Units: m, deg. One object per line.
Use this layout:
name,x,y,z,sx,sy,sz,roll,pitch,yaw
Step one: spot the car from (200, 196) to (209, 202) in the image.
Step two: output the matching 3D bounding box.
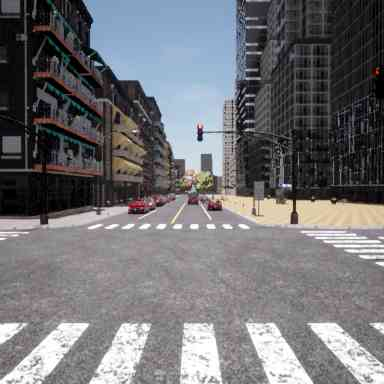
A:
car,2.797,1.548,74.963,1.887,1.381,4.507,-1,0,0

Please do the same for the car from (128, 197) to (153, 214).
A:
car,-5.630,1.540,35.379,1.887,1.381,4.507,-1,0,0

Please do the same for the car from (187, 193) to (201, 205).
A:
car,0.221,1.477,59.748,1.882,1.535,5.008,0,0,0

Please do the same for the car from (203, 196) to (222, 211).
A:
car,2.728,1.540,41.069,1.887,1.381,4.507,-1,0,0

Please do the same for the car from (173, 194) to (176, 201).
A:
car,-5.532,1.322,86.220,2.192,1.841,5.009,-1,0,0

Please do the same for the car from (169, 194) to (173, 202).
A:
car,-5.562,1.583,69.273,1.802,1.307,4.206,-1,0,0

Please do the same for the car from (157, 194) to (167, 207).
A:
car,-5.599,1.312,52.327,2.192,1.841,5.009,-1,0,0

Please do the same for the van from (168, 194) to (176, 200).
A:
van,-5.520,1.350,91.868,1.690,1.788,3.998,-1,0,0

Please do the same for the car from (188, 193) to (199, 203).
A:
car,0.255,1.223,70.014,2.150,2.045,5.566,0,0,0

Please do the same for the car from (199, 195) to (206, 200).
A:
car,2.830,1.534,92.080,1.752,1.417,4.829,-1,0,0

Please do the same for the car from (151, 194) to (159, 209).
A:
car,-5.620,1.436,41.028,1.967,1.590,4.097,-1,0,0

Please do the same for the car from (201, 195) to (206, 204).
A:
car,2.774,1.551,63.664,2.008,1.369,4.403,-1,0,0

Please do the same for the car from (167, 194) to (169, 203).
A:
car,-5.586,1.439,57.975,1.967,1.590,4.097,-1,0,0
